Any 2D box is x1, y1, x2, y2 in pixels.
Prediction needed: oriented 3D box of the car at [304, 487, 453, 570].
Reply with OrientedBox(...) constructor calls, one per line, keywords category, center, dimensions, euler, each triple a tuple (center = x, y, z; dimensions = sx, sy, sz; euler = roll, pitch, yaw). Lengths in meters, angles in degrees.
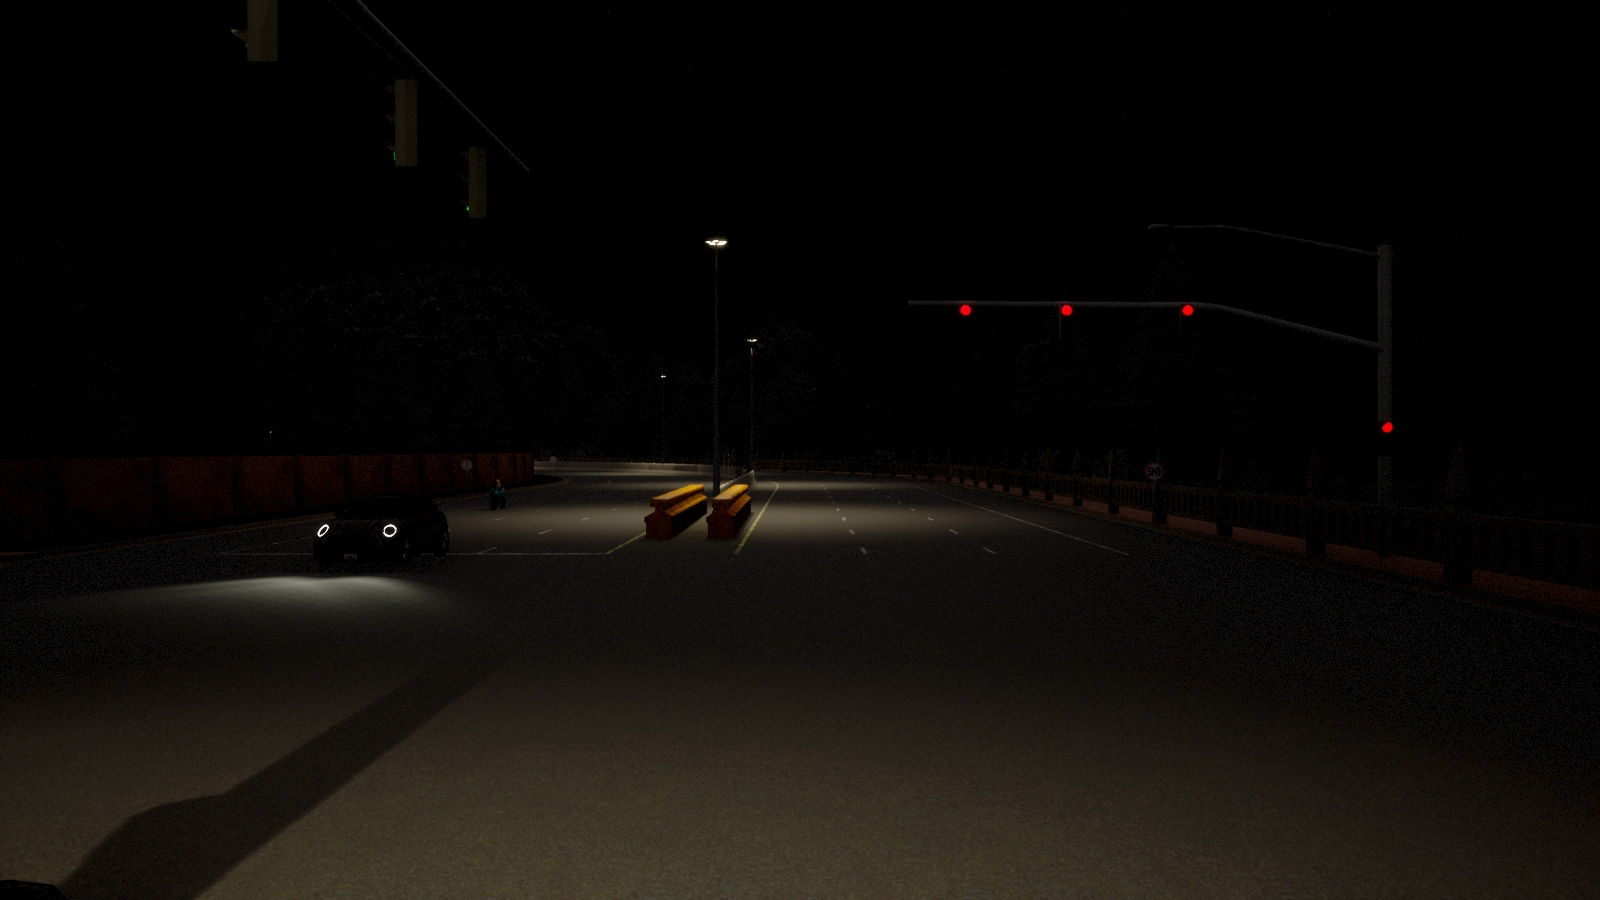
OrientedBox(category="car", center=(-10.504, 1.906, 28.861), dimensions=(2.097, 1.767, 4.553), euler=(0, 0, 0))
